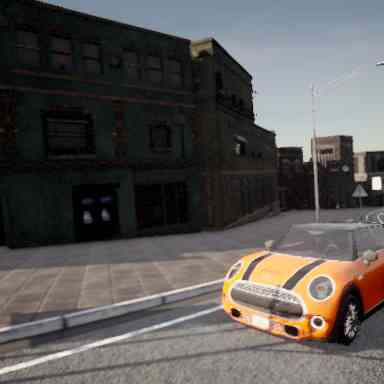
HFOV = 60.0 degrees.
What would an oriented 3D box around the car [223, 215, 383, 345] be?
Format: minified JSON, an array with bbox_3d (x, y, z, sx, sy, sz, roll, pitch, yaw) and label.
[{"bbox_3d":[2.668,1.406,6.659,4.553,1.767,2.097,1,-1,-44],"label":"car"}]
